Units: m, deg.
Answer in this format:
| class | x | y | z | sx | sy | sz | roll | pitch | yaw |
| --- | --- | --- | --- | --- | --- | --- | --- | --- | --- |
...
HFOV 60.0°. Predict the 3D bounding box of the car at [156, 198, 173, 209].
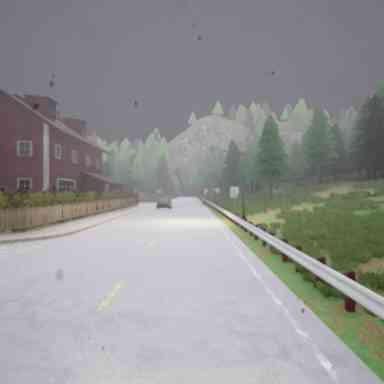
| class | x | y | z | sx | sy | sz | roll | pitch | yaw |
| --- | --- | --- | --- | --- | --- | --- | --- | --- | --- |
| car | -3.535 | 1.494 | 43.479 | 2.033 | 1.411 | 5.357 | 0 | 0 | 0 |
